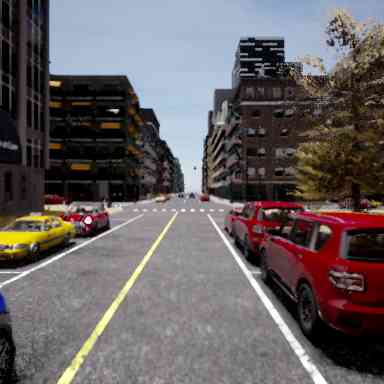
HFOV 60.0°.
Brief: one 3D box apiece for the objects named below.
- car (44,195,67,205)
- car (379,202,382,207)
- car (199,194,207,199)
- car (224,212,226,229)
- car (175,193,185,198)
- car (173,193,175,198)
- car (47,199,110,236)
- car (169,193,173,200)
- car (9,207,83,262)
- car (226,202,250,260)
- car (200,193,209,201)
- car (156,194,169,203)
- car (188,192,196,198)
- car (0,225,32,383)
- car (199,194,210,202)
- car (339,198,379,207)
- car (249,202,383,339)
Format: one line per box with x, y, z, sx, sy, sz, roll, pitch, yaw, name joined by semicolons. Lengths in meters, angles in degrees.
-17.253;1.036;41.983;4.507;1.381;1.887;1;-1;0;car
26.256;1.730;50.664;4.829;1.417;1.752;1;-1;0;car
2.695;1.146;83.189;1.802;1.307;4.206;1;0;0;car
2.698;1.451;17.583;1.887;1.381;4.507;1;0;0;car
-3.002;1.051;92.470;1.994;1.385;4.181;0;0;0;car
-5.686;1.035;94.080;1.752;1.417;4.829;1;0;0;car
-5.681;1.346;17.583;1.967;1.590;4.097;1;0;0;car
-5.685;1.165;72.156;1.887;1.381;4.507;1;0;0;car
-5.682;1.461;11.854;1.752;1.417;4.829;1;0;0;car
2.700;1.250;12.022;2.192;1.841;5.009;1;0;0;car
2.697;1.061;72.142;1.967;1.590;4.097;1;0;0;car
-5.684;1.204;60.939;1.752;1.417;4.829;1;0;0;car
-0.001;1.045;90.380;1.812;1.442;4.674;0;0;0;car
-3.101;1.341;1.928;2.097;1.767;4.553;0;0;0;car
2.696;1.194;66.619;1.887;1.381;4.507;1;0;0;car
20.846;1.524;42.311;4.097;1.590;1.967;1;-1;0;car
2.700;1.280;6.462;2.192;1.841;5.009;1;0;0;car
